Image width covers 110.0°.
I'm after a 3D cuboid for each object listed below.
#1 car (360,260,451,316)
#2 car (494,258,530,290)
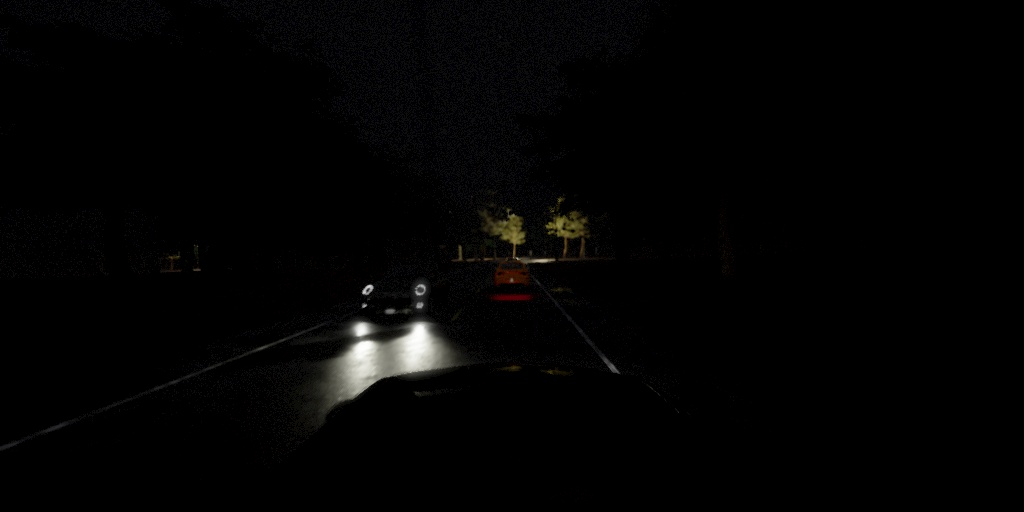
[{"bbox_3d":[-3.519,0.981,12.598,2.097,1.767,4.553,0,1,0],"label":"car"},{"bbox_3d":[0.002,1.027,20.415,1.882,1.535,5.008,0,1,0],"label":"car"}]
